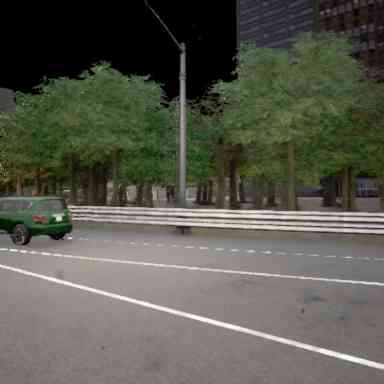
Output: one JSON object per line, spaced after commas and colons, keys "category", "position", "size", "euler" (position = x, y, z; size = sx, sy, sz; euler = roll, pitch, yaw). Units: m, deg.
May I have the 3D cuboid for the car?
{"category": "car", "position": [-8.092, 1.240, 15.496], "size": [5.566, 2.045, 2.150], "euler": [0, 0, 27]}
